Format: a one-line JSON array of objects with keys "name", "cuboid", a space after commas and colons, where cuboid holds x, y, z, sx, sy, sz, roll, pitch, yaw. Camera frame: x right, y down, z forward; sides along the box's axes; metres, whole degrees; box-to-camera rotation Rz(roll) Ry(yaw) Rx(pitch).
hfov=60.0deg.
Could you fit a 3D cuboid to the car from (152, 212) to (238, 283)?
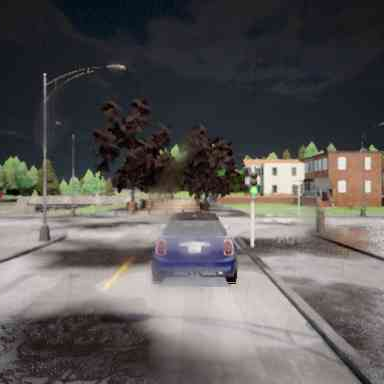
[{"name": "car", "cuboid": [0.078, 1.367, 9.878, 2.097, 1.767, 4.553, 0, 0, 0]}]
